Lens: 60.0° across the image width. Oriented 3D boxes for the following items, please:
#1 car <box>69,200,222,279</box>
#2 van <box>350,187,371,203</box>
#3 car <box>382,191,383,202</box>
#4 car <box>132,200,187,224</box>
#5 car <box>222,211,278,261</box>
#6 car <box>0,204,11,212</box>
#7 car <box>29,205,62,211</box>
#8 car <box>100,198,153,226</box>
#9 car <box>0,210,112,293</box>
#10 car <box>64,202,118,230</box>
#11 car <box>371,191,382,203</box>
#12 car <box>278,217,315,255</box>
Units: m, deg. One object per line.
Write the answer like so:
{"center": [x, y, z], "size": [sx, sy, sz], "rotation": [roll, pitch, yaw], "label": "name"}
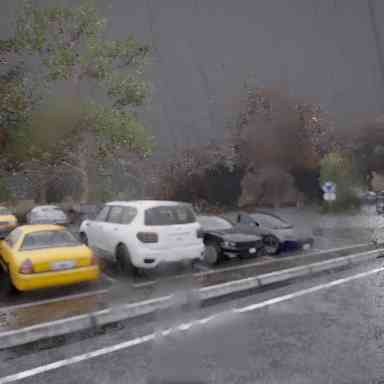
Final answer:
{"center": [-1.857, 1.281, 10.678], "size": [2.435, 2.045, 5.566], "rotation": [0, 0, -35], "label": "car"}
{"center": [19.416, 0.424, 41.766], "size": [1.878, 1.987, 4.442], "rotation": [-1, 1, -35], "label": "van"}
{"center": [23.811, 0.633, 45.010], "size": [2.002, 1.452, 4.674], "rotation": [-1, 0, -35], "label": "car"}
{"center": [-2.656, 1.503, 26.067], "size": [2.097, 1.535, 5.008], "rotation": [0, 0, -35], "label": "car"}
{"center": [0.427, 1.525, 12.257], "size": [2.097, 1.535, 5.008], "rotation": [0, 0, -35], "label": "car"}
{"center": [-11.515, 1.529, 19.615], "size": [1.946, 1.575, 5.366], "rotation": [0, 0, -35], "label": "car"}
{"center": [-9.354, 1.565, 21.359], "size": [2.002, 1.452, 4.674], "rotation": [0, 0, -35], "label": "car"}
{"center": [-4.944, 1.385, 24.502], "size": [2.185, 1.767, 4.553], "rotation": [0, 0, -35], "label": "car"}
{"center": [-4.218, 1.536, 9.210], "size": [1.946, 1.575, 5.366], "rotation": [0, 0, -35], "label": "car"}
{"center": [-7.073, 1.547, 22.931], "size": [2.163, 1.488, 4.792], "rotation": [0, 0, -35], "label": "car"}
{"center": [21.531, 0.661, 43.409], "size": [2.002, 1.452, 4.674], "rotation": [-1, 0, -35], "label": "car"}
{"center": [2.718, 1.547, 13.826], "size": [2.163, 1.488, 4.792], "rotation": [0, 0, -35], "label": "car"}
